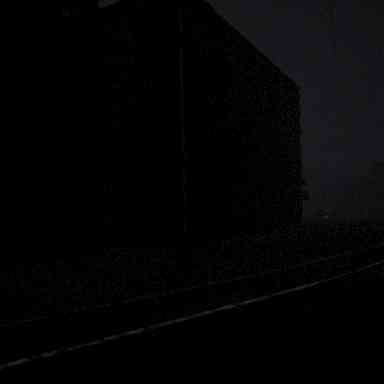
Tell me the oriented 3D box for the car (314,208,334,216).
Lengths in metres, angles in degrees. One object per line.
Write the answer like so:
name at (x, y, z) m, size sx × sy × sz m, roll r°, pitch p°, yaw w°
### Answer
car at (25.089, 3.749, 63.027) m, size 2.097 × 1.767 × 4.553 m, roll -2°, pitch -4°, yaw -10°
